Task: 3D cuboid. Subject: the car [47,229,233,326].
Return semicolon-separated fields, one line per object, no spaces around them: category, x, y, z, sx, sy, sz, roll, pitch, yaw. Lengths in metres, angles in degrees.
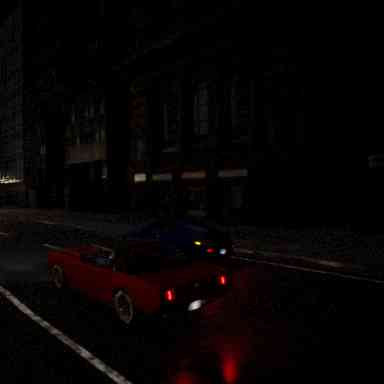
car;-1.489;1.690;7.413;1.895;1.301;4.718;0;0;-44

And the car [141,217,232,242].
car;-0.678;1.617;11.613;1.812;1.442;4.674;-1;0;-44
